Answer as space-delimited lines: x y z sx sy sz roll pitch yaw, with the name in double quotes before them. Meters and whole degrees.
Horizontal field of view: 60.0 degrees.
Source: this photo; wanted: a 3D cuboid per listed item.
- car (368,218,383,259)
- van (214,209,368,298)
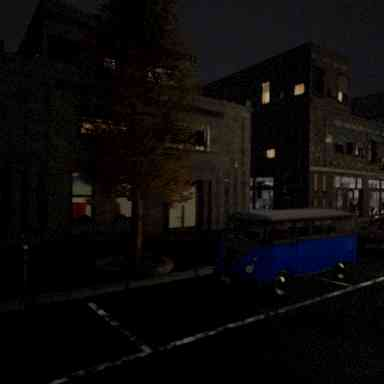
"car" 7.014 1.578 11.548 4.206 1.307 1.802 0 1 -35
"van" 2.421 1.339 8.267 3.998 1.788 1.690 0 1 -35
